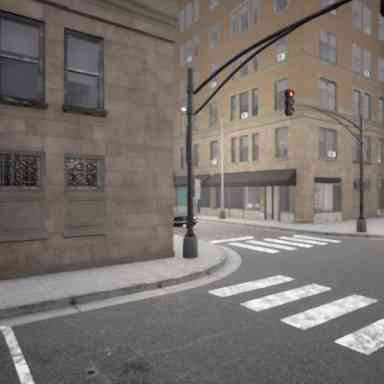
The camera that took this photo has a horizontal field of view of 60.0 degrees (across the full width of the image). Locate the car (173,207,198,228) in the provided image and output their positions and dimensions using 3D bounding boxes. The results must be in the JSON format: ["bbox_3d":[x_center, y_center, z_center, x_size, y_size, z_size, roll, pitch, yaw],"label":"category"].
[{"bbox_3d":[-1.676,1.498,19.897,1.895,1.301,4.718,0,0,-36],"label":"car"}]
